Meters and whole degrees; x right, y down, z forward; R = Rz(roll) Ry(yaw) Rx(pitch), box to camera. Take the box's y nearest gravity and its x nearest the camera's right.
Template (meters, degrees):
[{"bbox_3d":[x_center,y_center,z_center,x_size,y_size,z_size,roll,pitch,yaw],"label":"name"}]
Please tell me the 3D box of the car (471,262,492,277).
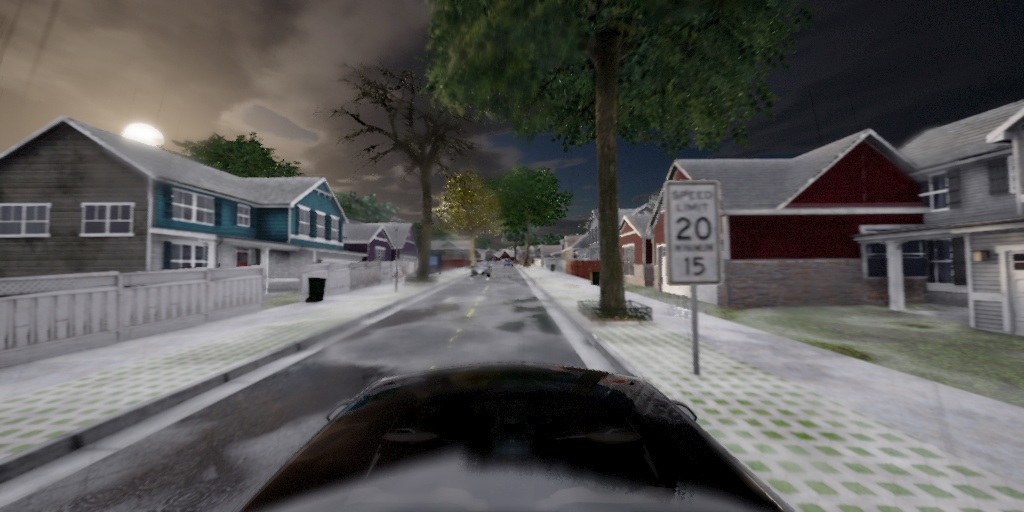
[{"bbox_3d":[-3.086,1.333,36.597,2.128,1.511,4.902,-1,0,-1],"label":"car"}]
